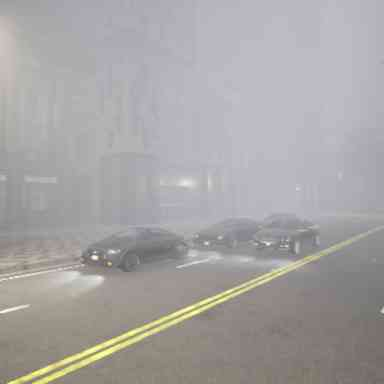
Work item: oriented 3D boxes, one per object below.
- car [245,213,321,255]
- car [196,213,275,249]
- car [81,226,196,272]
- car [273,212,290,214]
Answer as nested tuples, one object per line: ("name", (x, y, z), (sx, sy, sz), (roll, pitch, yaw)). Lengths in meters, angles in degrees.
("car", (4.628, 1.973, 15.758), (1.837, 1.490, 4.892), (-2, -3, 37))
("car", (2.311, 2.116, 18.068), (2.033, 1.411, 5.357), (-2, -2, 37))
("car", (-2.004, 2.015, 12.569), (1.994, 1.385, 4.181), (-2, -2, 37))
("car", (6.303, 2.166, 23.449), (1.882, 1.535, 5.008), (-2, -2, 37))
